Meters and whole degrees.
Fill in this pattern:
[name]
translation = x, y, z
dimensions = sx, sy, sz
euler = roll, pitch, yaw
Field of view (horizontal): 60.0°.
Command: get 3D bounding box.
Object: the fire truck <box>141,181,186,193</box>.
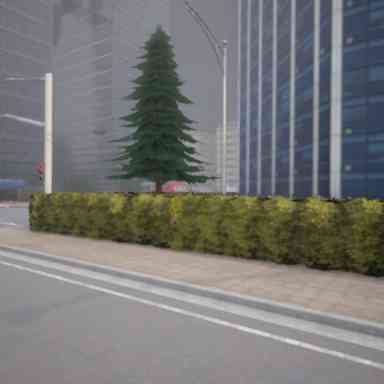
[fire truck]
translation = -4.506, -0.016, 53.576
dimensions = 2.891, 3.827, 8.468
euler = 1, 0, 35

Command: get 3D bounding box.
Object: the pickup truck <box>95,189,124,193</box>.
[pickup truck]
translation = -15.020, 0.577, 61.428
dimensions = 6.274, 2.098, 2.390
euler = 0, 0, -24
